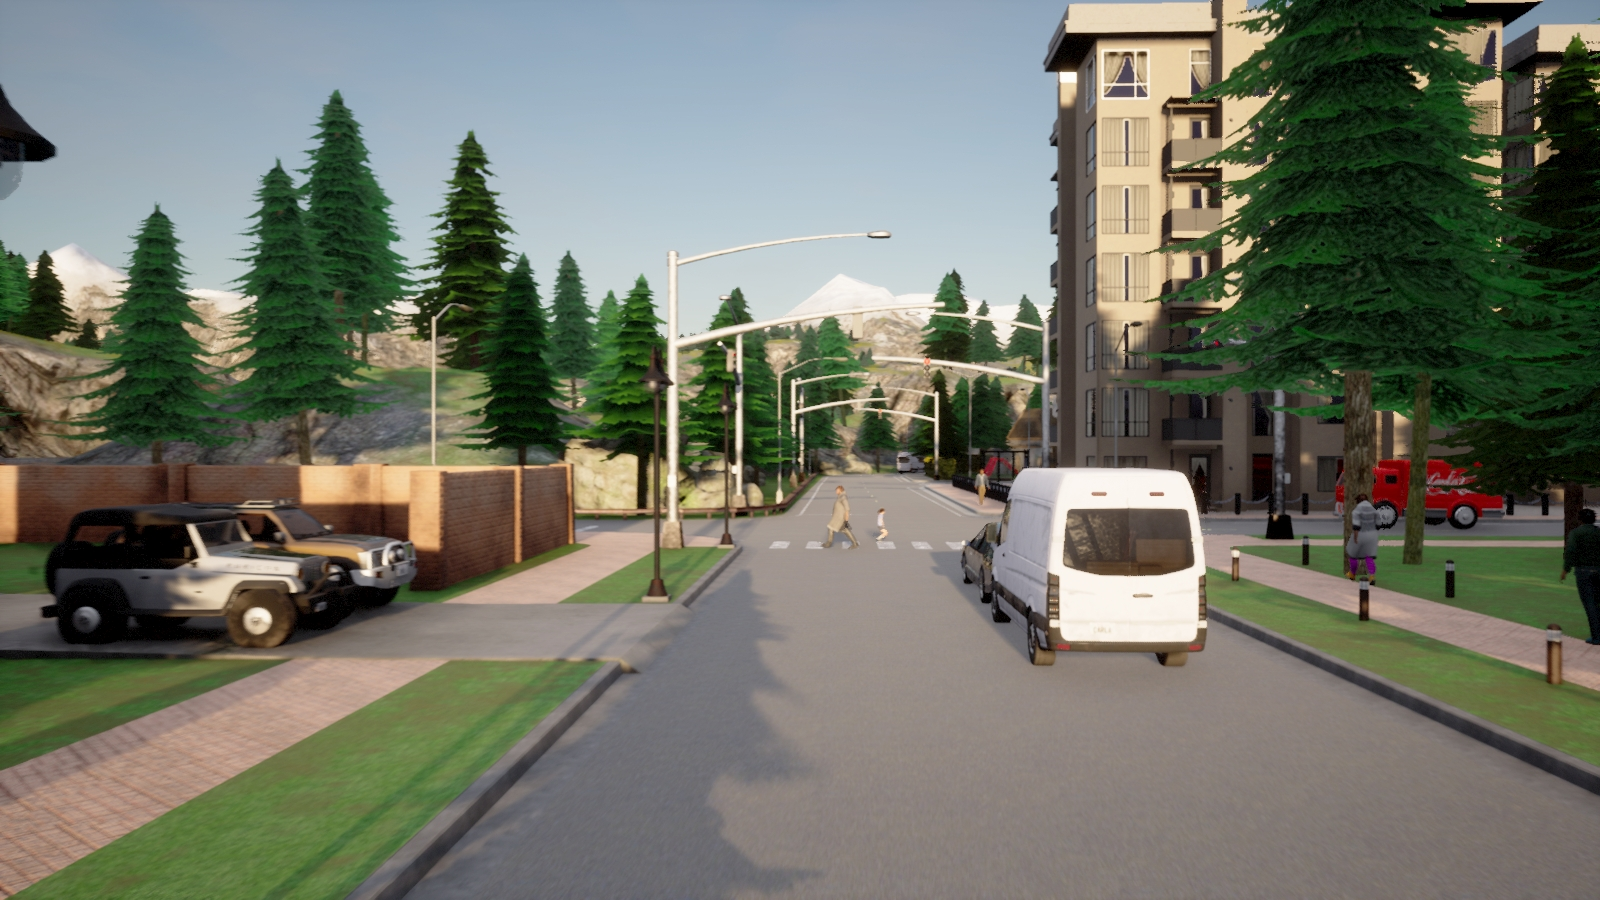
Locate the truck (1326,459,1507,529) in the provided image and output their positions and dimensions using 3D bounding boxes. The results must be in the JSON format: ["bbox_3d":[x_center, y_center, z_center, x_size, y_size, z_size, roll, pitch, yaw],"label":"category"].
[{"bbox_3d":[22.466,1.558,41.827,5.204,2.467,2.627,0,0,3],"label":"truck"}]

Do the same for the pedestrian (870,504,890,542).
[{"bbox_3d":[2.418,2.201,34.548,0.500,1.100,0.500,0,0,-11],"label":"pedestrian"}]

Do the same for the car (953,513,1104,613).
[{"bbox_3d":[4.267,2.074,22.210,2.033,1.411,5.357,0,0,2],"label":"car"}]

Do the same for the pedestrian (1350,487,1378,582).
[{"bbox_3d":[11.192,1.669,22.675,0.375,1.860,0.375,0,0,1],"label":"pedestrian"}]

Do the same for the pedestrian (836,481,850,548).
[{"bbox_3d":[1.214,1.817,32.256,0.375,1.860,0.375,0,0,-1],"label":"pedestrian"}]

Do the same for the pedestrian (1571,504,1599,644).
[{"bbox_3d":[10.721,1.666,15.447,0.375,1.860,0.375,0,0,12],"label":"pedestrian"}]

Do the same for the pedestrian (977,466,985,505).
[{"bbox_3d":[8.625,1.695,54.385,0.375,1.860,0.375,0,0,6],"label":"pedestrian"}]

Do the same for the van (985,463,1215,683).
[{"bbox_3d":[4.069,1.503,16.644,1.988,2.561,5.915,0,0,2],"label":"van"}]
